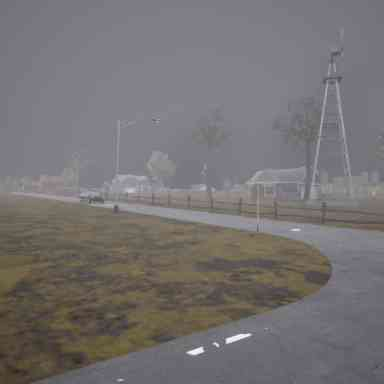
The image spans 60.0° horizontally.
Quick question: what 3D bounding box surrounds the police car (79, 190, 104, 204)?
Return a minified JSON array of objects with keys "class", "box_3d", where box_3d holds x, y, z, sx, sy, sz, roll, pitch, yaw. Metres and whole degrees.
[{"class":"police car","box_3d":[-12.610,0.556,41.811,1.930,1.638,5.238,2,0,-35]}]
